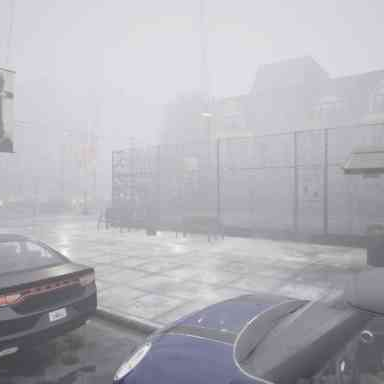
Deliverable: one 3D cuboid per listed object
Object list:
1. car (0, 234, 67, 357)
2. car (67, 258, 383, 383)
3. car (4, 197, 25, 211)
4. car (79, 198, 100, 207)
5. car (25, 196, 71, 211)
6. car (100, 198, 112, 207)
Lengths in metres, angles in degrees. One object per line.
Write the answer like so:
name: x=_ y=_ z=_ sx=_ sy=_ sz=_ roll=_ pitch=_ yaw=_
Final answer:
car: x=-3.803 y=1.480 z=5.836 sx=5.008 sy=1.535 sz=2.097 roll=0 pitch=0 yaw=35
car: x=1.515 y=1.354 z=2.227 sx=4.553 sy=1.767 sz=2.185 roll=0 pitch=0 yaw=35
car: x=-20.691 y=1.352 z=41.151 sx=2.097 sy=1.767 sz=4.553 roll=0 pitch=0 yaw=35
car: x=-14.347 y=1.546 z=50.231 sx=2.033 sy=1.411 sz=5.357 roll=0 pitch=0 yaw=35
car: x=-17.114 y=1.352 z=40.156 sx=2.097 sy=1.767 sz=4.553 roll=0 pitch=0 yaw=35
car: x=-10.908 y=1.564 z=49.028 sx=1.994 sy=1.385 sz=4.181 roll=0 pitch=0 yaw=35
